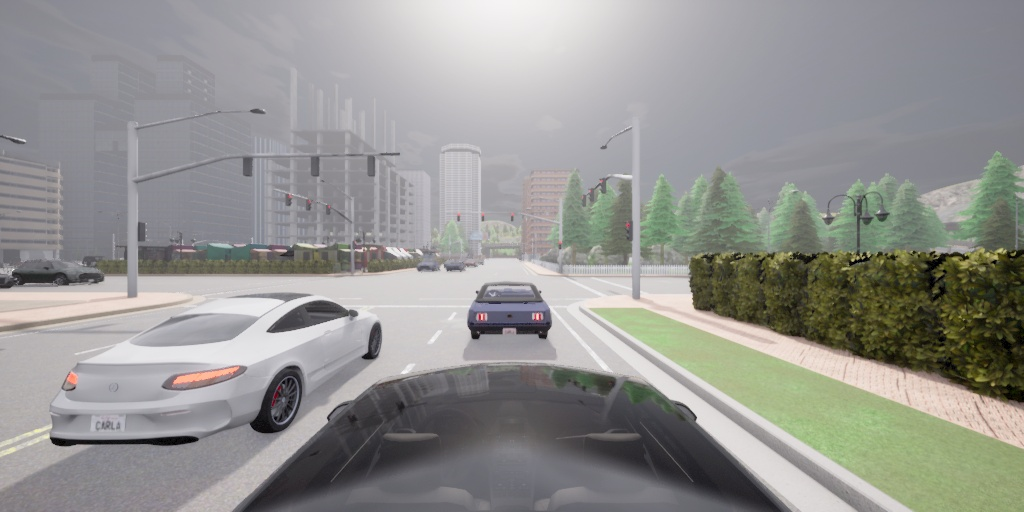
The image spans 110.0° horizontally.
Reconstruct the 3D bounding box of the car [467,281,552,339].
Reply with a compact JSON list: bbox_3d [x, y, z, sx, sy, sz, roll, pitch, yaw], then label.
[{"bbox_3d":[-0.092,1.350,9.997,1.895,1.301,4.718,0,0,-1],"label":"car"}]

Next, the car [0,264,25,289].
[{"bbox_3d":[-32.113,1.311,21.035,4.181,1.385,1.994,0,0,2],"label":"car"}]

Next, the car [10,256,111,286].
[{"bbox_3d":[-30.924,1.100,24.504,4.553,1.767,2.097,0,0,2],"label":"car"}]

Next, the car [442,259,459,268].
[{"bbox_3d":[-10.533,1.290,61.965,2.033,1.411,5.357,0,0,0],"label":"car"}]

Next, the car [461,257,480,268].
[{"bbox_3d":[-7.036,1.220,61.536,1.882,1.535,5.008,0,0,0],"label":"car"}]

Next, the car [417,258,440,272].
[{"bbox_3d":[-10.582,1.096,45.594,2.097,1.767,4.553,0,0,0],"label":"car"}]

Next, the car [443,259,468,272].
[{"bbox_3d":[-7.085,1.345,45.059,1.895,1.301,4.718,0,0,0],"label":"car"}]

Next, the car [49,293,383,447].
[{"bbox_3d":[-3.506,1.275,5.389,1.812,1.442,4.674,0,0,-1],"label":"car"}]
